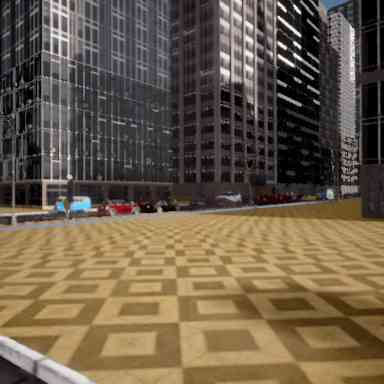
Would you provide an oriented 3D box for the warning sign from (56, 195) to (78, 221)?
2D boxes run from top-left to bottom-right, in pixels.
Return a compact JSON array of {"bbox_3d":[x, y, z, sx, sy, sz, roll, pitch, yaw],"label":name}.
[{"bbox_3d":[-9.420,1.188,25.142,1.300,1.860,1.060,-1,-1,41],"label":"warning sign"}]

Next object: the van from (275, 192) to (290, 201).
[{"bbox_3d":[20.501,0.974,75.621,1.690,1.788,3.998,0,1,41],"label":"van"}]

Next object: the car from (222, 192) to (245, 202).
[{"bbox_3d":[5.982,1.040,54.970,2.150,2.045,5.566,0,0,41],"label":"car"}]

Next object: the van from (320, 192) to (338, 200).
[{"bbox_3d":[30.540,0.882,74.366,1.690,1.788,3.998,0,1,41],"label":"van"}]

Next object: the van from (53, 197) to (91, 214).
[{"bbox_3d":[-13.316,1.415,37.182,1.690,1.788,3.998,0,1,41],"label":"van"}]

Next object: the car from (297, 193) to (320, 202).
[{"bbox_3d":[23.158,1.162,65.935,1.752,1.417,4.829,0,1,41],"label":"car"}]

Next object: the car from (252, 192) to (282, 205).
[{"bbox_3d":[11.803,1.099,52.965,2.192,1.841,5.009,0,1,41],"label":"car"}]

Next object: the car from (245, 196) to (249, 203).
[{"bbox_3d":[11.650,1.266,56.886,2.128,1.511,4.902,0,0,41],"label":"car"}]

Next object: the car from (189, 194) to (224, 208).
[{"bbox_3d":[1.849,1.449,45.690,2.033,1.411,5.357,0,0,41],"label":"car"}]

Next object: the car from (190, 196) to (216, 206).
[{"bbox_3d":[1.763,1.443,54.223,1.947,1.339,4.313,0,1,41],"label":"car"}]

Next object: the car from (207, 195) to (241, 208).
[{"bbox_3d":[4.309,1.464,44.407,1.802,1.307,4.206,0,1,41],"label":"car"}]

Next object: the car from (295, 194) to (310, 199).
[{"bbox_3d":[27.996,1.102,84.185,1.947,1.339,4.313,0,1,41],"label":"car"}]

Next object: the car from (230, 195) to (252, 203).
[{"bbox_3d":[9.259,1.345,62.783,1.947,1.339,4.313,0,1,41],"label":"car"}]

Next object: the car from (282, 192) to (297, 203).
[{"bbox_3d":[15.550,1.051,57.245,2.192,1.841,5.009,0,1,41],"label":"car"}]

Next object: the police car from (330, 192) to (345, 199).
[{"bbox_3d":[36.925,0.876,84.388,1.930,1.638,5.238,0,0,41],"label":"police car"}]

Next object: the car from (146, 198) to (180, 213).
[{"bbox_3d":[-3.135,1.546,35.805,1.947,1.339,4.313,0,1,41],"label":"car"}]

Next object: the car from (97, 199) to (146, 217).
[{"bbox_3d":[-6.841,1.469,31.487,1.967,1.590,4.097,0,1,41],"label":"car"}]

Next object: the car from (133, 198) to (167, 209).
[{"bbox_3d":[-5.737,1.520,45.670,1.887,1.381,4.507,0,1,41],"label":"car"}]

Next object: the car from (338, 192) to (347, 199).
[{"bbox_3d":[34.288,1.043,78.648,2.008,1.369,4.403,0,1,41],"label":"car"}]
